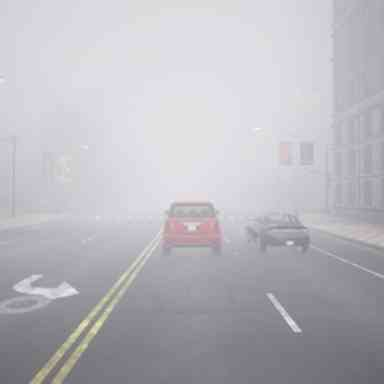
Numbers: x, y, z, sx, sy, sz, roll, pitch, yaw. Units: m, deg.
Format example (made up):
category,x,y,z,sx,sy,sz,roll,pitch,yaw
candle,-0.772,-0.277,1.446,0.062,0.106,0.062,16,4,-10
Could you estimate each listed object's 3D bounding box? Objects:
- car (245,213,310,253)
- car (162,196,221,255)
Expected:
category,x,y,z,sx,sy,sz,roll,pitch,yaw
car,3.498,1.628,14.305,2.128,1.511,4.902,0,0,0
car,-0.003,1.349,14.030,2.150,2.045,5.566,0,0,0
